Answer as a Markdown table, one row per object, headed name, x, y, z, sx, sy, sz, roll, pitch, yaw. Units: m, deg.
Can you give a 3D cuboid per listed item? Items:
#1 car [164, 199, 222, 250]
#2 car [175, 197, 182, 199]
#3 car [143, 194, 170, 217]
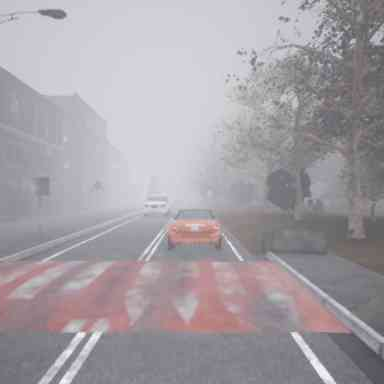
| name | x | y | z | sx | sy | sz | roll | pitch | yaw |
| --- | --- | --- | --- | --- | --- | --- | --- | --- | --- |
| car | 0.117 | 1.372 | 14.554 | 2.097 | 1.767 | 4.553 | 0 | 0 | 0 |
| car | -2.934 | 1.909 | 73.234 | 1.882 | 1.535 | 5.008 | 0 | -1 | 0 |
| car | -3.275 | 1.244 | 31.745 | 2.150 | 2.045 | 5.566 | 0 | 0 | 0 |
